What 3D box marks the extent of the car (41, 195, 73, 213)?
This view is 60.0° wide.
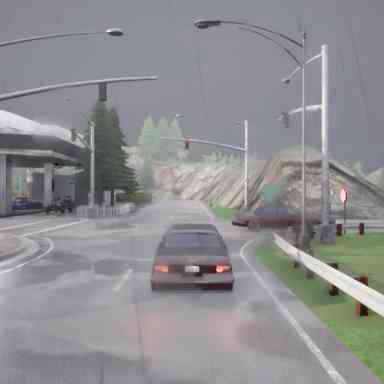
[{"bbox_3d":[-14.515,1.313,36.567,1.905,1.878,3.866,0,0,-1],"label":"car"}]

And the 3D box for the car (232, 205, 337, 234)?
[{"bbox_3d":[4.855,1.391,17.801,5.357,1.411,2.033,-1,-1,26],"label":"car"}]

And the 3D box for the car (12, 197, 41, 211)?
[{"bbox_3d":[-20.220,1.480,40.846,2.242,1.667,4.611,0,0,-1],"label":"car"}]

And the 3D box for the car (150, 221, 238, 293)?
[{"bbox_3d":[0.004,1.547,8.980,2.033,1.411,5.357,0,0,0],"label":"car"}]
